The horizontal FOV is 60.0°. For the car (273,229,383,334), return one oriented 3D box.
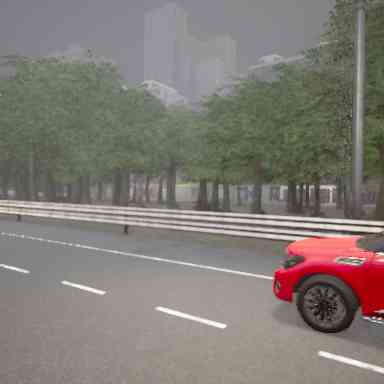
[{"bbox_3d":[4.157,1.277,5.188,5.566,2.045,2.150,1,0,35],"label":"car"}]
